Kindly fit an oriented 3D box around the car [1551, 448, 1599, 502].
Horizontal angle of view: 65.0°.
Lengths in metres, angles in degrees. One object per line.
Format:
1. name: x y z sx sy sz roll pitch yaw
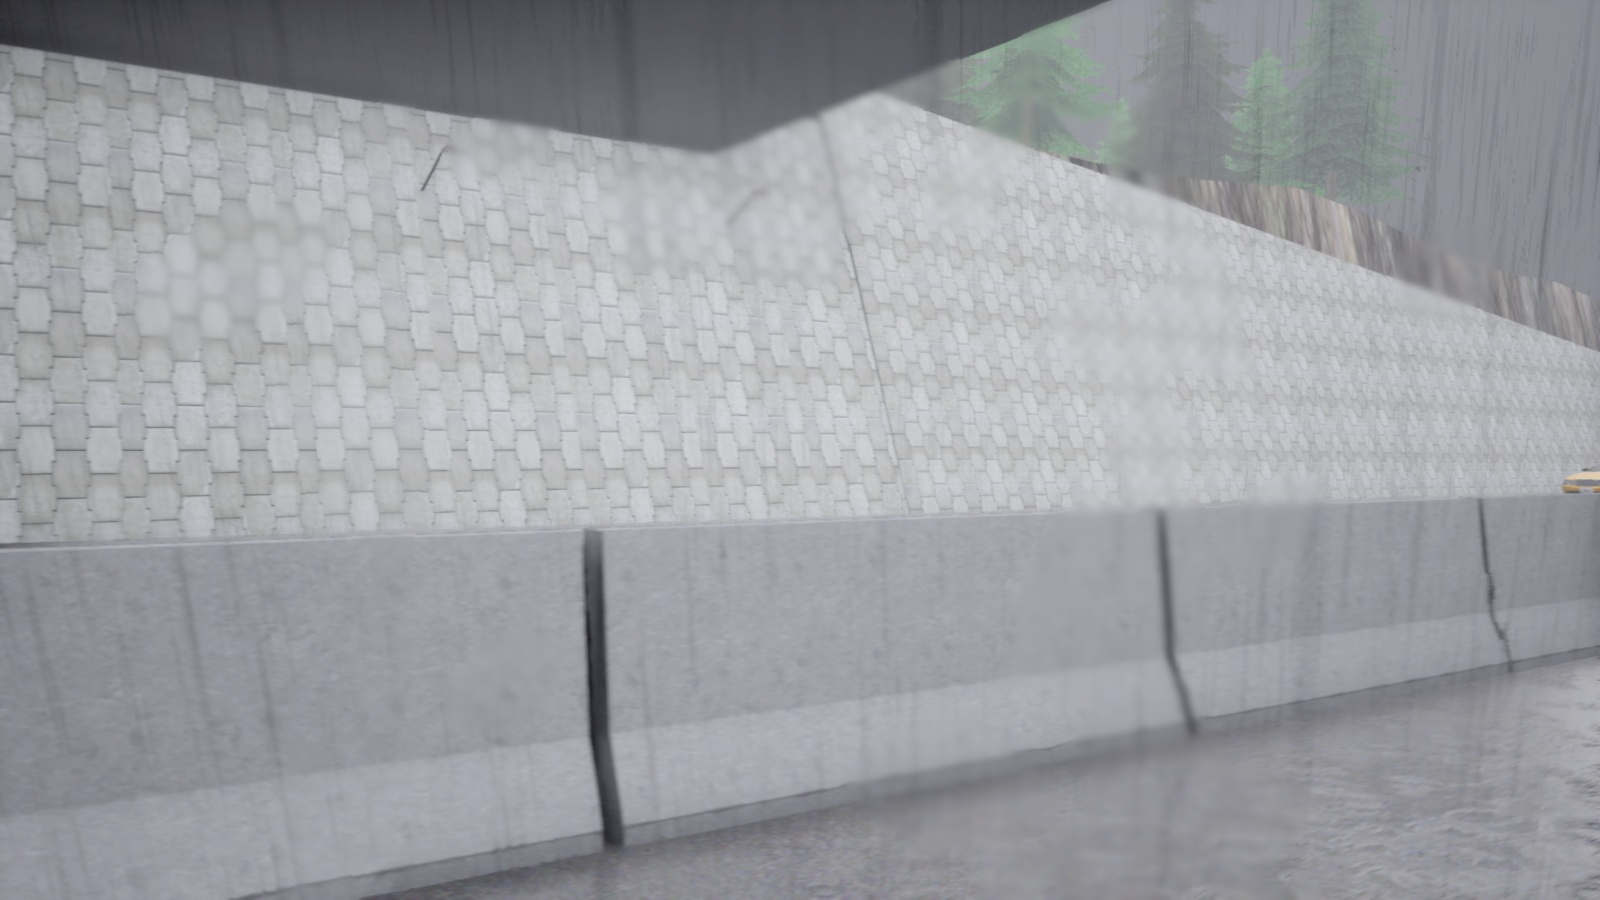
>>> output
1. car: 25.084 0.724 38.187 5.366 1.575 1.801 0 0 -35
